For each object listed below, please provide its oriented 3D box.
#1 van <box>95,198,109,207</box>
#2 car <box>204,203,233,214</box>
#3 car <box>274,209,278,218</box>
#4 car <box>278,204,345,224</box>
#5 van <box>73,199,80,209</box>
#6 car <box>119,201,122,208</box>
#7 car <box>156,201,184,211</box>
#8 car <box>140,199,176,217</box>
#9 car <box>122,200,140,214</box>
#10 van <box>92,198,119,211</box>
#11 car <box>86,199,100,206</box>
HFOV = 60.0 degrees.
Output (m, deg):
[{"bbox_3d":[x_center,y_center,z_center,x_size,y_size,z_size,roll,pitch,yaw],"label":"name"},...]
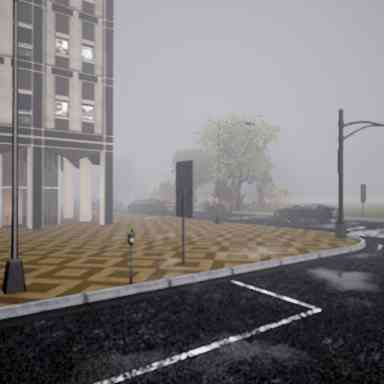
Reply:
[{"bbox_3d":[-19.594,2.198,72.098,1.690,1.788,3.998,-1,0,-36],"label":"van"},{"bbox_3d":[3.248,1.972,40.749,1.802,1.307,4.206,-1,0,-36],"label":"car"},{"bbox_3d":[9.783,1.839,31.797,1.802,1.307,4.206,-1,0,-36],"label":"car"},{"bbox_3d":[9.853,1.693,27.123,2.128,1.511,4.902,0,-1,-36],"label":"car"},{"bbox_3d":[-19.396,2.032,58.398,1.690,1.788,3.998,-1,0,-36],"label":"van"},{"bbox_3d":[-14.229,2.172,60.345,1.882,1.535,5.008,0,-1,-36],"label":"car"},{"bbox_3d":[-3.331,2.073,49.667,2.008,1.369,4.403,-1,0,-36],"label":"car"},{"bbox_3d":[-3.194,1.672,35.887,2.192,1.841,5.009,-1,0,-36],"label":"car"},{"bbox_3d":[-6.409,1.990,40.404,1.947,1.339,4.313,-1,0,-36],"label":"car"},{"bbox_3d":[-12.885,1.899,49.415,1.690,1.788,3.998,-1,0,-36],"label":"van"},{"bbox_3d":[-22.845,2.363,76.583,1.967,1.590,4.097,-1,0,-36],"label":"car"}]
